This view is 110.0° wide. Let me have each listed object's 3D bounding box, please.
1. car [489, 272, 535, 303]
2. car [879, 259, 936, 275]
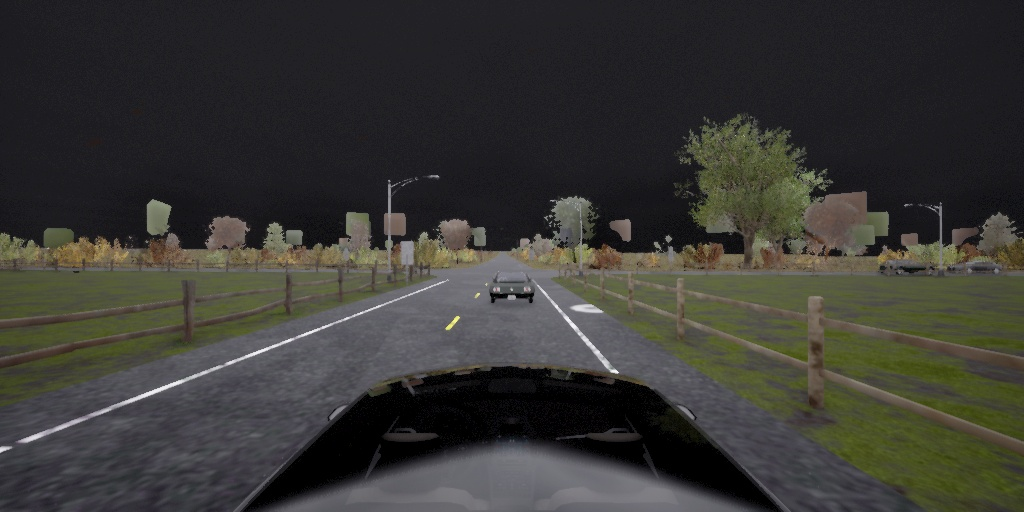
[{"bbox_3d":[0.000,1.363,16.529,1.895,1.301,4.718,0,0,0],"label":"car"},{"bbox_3d":[44.134,1.178,40.086,4.553,1.767,2.097,0,0,4],"label":"car"}]
